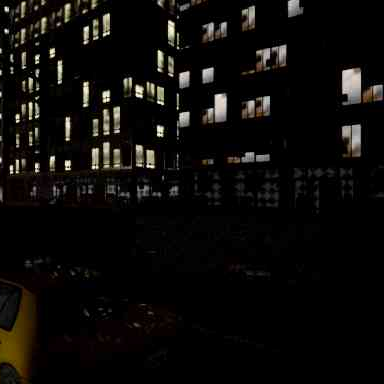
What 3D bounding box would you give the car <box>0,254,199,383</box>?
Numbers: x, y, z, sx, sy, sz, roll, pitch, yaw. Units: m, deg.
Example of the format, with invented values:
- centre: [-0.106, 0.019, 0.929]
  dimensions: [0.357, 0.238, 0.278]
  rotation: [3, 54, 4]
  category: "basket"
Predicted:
- centre: [-2.208, 1.525, 4.445]
  dimensions: [4.829, 1.417, 1.752]
  rotation: [0, 0, 36]
  category: "car"
